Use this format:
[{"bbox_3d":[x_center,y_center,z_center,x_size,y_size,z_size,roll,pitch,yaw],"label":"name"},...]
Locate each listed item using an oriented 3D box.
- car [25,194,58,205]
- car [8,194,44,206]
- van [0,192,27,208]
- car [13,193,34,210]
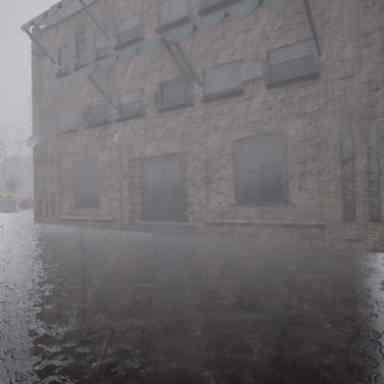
[{"bbox_3d":[-23.762,1.123,52.381,4.674,1.452,2.002,-2,2,24],"label":"car"},{"bbox_3d":[-24.879,1.243,49.827,4.892,1.521,2.231,-2,2,24],"label":"car"},{"bbox_3d":[-25.891,1.167,47.211,4.442,1.987,1.878,-2,2,24],"label":"van"},{"bbox_3d":[-16.862,0.992,37.443,5.566,2.045,2.435,-2,2,24],"label":"car"}]
